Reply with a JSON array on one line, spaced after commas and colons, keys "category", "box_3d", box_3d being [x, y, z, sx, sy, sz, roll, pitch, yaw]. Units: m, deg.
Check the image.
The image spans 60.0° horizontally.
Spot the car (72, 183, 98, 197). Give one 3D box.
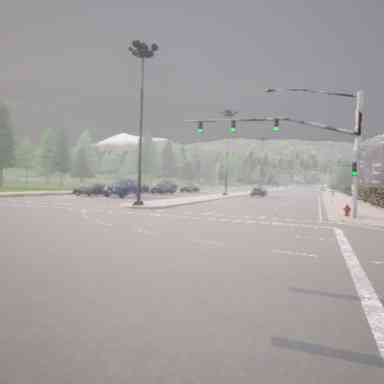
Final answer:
[{"category": "car", "box_3d": [-10.992, -0.267, 37.463, 2.033, 1.411, 5.357, 3, 2, 24]}]

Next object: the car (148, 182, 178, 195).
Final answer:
[{"category": "car", "box_3d": [-3.967, -0.285, 46.183, 1.895, 1.301, 4.718, 3, 2, 21]}]

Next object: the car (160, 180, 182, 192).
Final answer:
[{"category": "car", "box_3d": [-4.218, -1.014, 55.207, 2.150, 2.045, 5.566, 3, 3, 21]}]

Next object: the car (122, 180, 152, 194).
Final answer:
[{"category": "car", "box_3d": [-7.625, -0.674, 46.376, 2.097, 1.767, 4.553, 3, 2, 21]}]

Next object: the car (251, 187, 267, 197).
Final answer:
[{"category": "car", "box_3d": [10.370, -0.059, 51.061, 2.128, 1.511, 4.902, 3, 2, 21]}]

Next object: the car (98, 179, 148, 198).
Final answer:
[{"category": "car", "box_3d": [-7.495, -0.444, 36.858, 2.150, 2.045, 5.566, 3, 2, 21]}]

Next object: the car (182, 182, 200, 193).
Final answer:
[{"category": "car", "box_3d": [-0.211, -0.566, 55.913, 2.033, 1.411, 5.357, 3, 2, 21]}]

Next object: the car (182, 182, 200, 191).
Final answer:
[{"category": "car", "box_3d": [-0.106, -1.126, 65.798, 2.097, 1.767, 4.553, 3, 2, 21]}]
